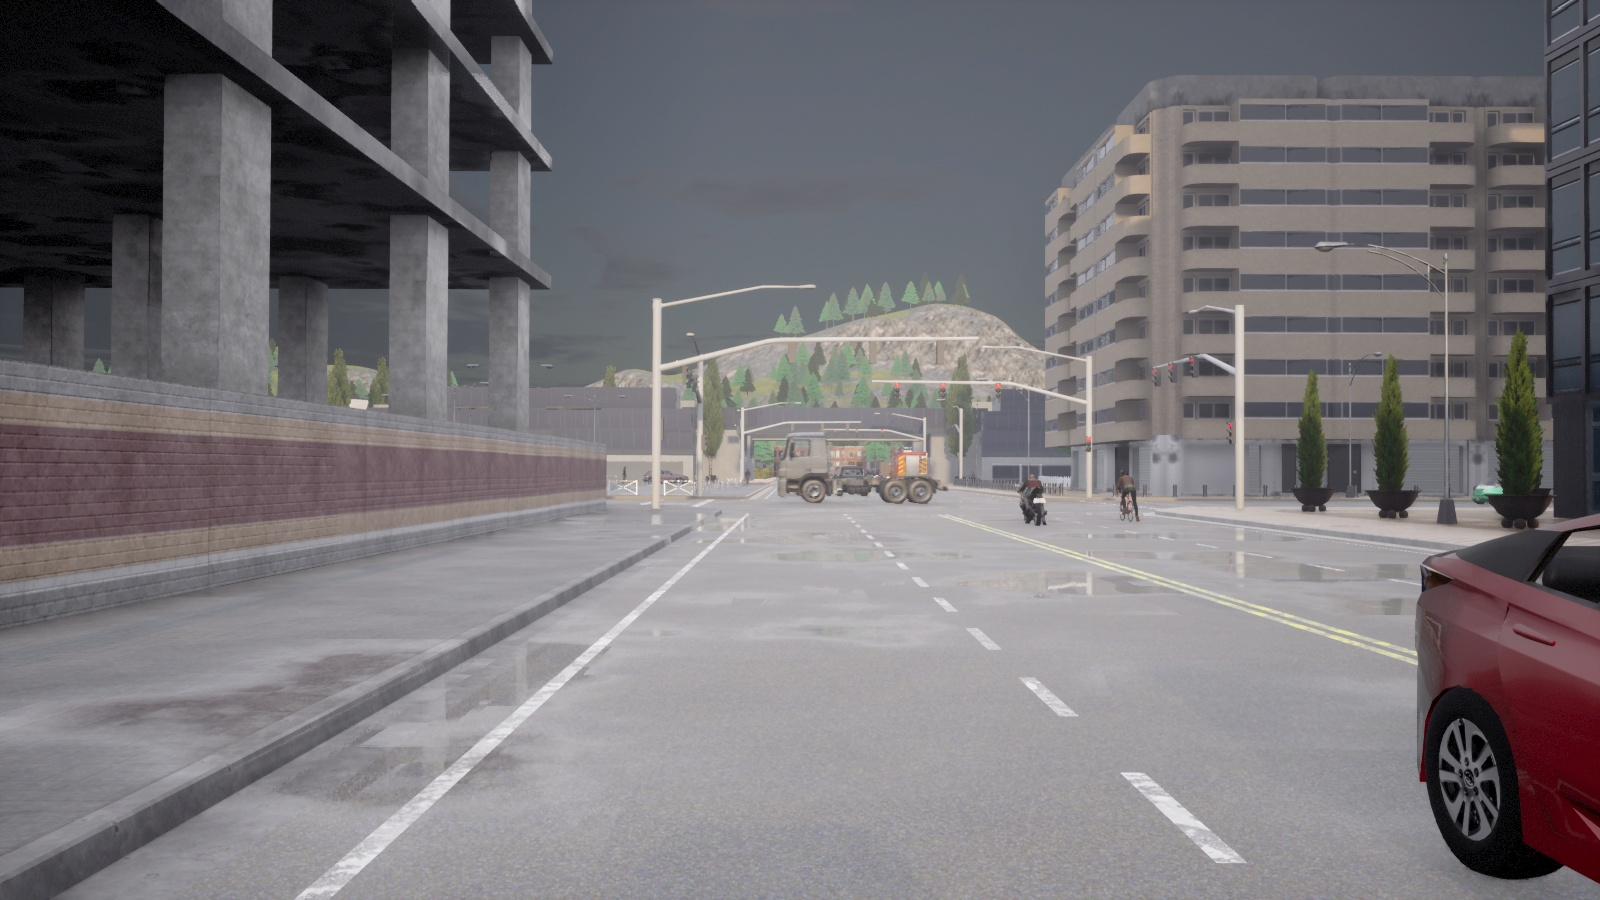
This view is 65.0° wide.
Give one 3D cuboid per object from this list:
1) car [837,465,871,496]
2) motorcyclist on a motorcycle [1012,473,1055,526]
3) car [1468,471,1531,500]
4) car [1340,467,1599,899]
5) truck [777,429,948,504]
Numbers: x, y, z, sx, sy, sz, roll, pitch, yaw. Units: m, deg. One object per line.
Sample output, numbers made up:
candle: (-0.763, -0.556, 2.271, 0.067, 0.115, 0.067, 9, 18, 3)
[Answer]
car: (3.317, 1.907, 78.188, 1.905, 1.878, 3.866, 0, -1, 0)
motorcyclist on a motorcycle: (6.914, 1.446, 37.268, 0.866, 1.530, 2.191, 0, -1, 0)
car: (33.432, 1.686, 60.062, 2.207, 1.376, 1.481, 0, -1, 0)
car: (3.492, 0.806, 3.505, 2.007, 1.525, 4.514, 0, -1, 0)
truck: (2.863, 0.791, 59.725, 7.936, 3.462, 2.891, 0, -1, -1)
